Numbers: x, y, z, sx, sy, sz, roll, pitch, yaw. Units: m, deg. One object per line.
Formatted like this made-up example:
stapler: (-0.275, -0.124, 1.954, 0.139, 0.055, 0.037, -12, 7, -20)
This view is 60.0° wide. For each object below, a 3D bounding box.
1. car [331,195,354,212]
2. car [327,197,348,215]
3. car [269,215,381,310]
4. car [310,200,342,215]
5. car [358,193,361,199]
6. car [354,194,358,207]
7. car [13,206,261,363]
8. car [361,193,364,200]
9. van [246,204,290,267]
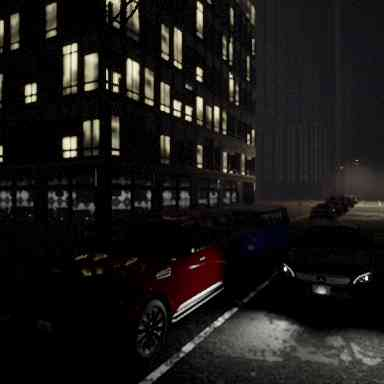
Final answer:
car: (15.902, 1.255, 36.137, 2.192, 1.841, 5.009, 0, 0, 29)
car: (13.152, 1.498, 31.161, 1.887, 1.381, 4.507, 0, 0, 29)
car: (3.477, 1.518, 8.097, 1.812, 1.442, 4.674, 0, 0, 29)
car: (10.402, 1.547, 26.185, 1.802, 1.307, 4.206, 0, 0, 29)
car: (26.900, 1.312, 56.046, 1.967, 1.590, 4.097, 0, 0, 29)
car: (21.401, 1.349, 46.092, 1.967, 1.590, 4.097, 0, 0, 29)
car: (-0.595, 1.319, 6.277, 2.192, 1.841, 5.009, 0, 0, 29)
car: (42.351, 1.297, 84.013, 1.887, 1.381, 4.507, 0, 0, 29)
van: (2.154, 1.337, 11.253, 1.690, 1.788, 3.998, 0, 0, 29)
